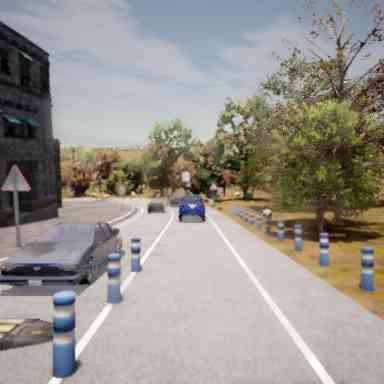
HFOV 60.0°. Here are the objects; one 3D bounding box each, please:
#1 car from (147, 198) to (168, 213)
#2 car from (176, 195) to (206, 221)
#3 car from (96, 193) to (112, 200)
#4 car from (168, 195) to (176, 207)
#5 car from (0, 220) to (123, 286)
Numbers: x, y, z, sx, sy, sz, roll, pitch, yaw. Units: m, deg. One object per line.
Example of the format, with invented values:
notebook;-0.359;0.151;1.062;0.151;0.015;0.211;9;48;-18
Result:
car;-3.837;1.535;36.182;1.895;1.301;4.718;-1;1;-5
car;-0.056;1.265;28.338;2.150;2.045;5.566;0;0;-2
car;-18.696;0.895;70.347;1.882;1.535;5.008;-5;3;-39
car;-2.476;1.159;46.367;1.837;1.490;4.892;-1;1;-14
car;-3.361;1.570;9.790;2.033;1.411;5.357;0;0;0
